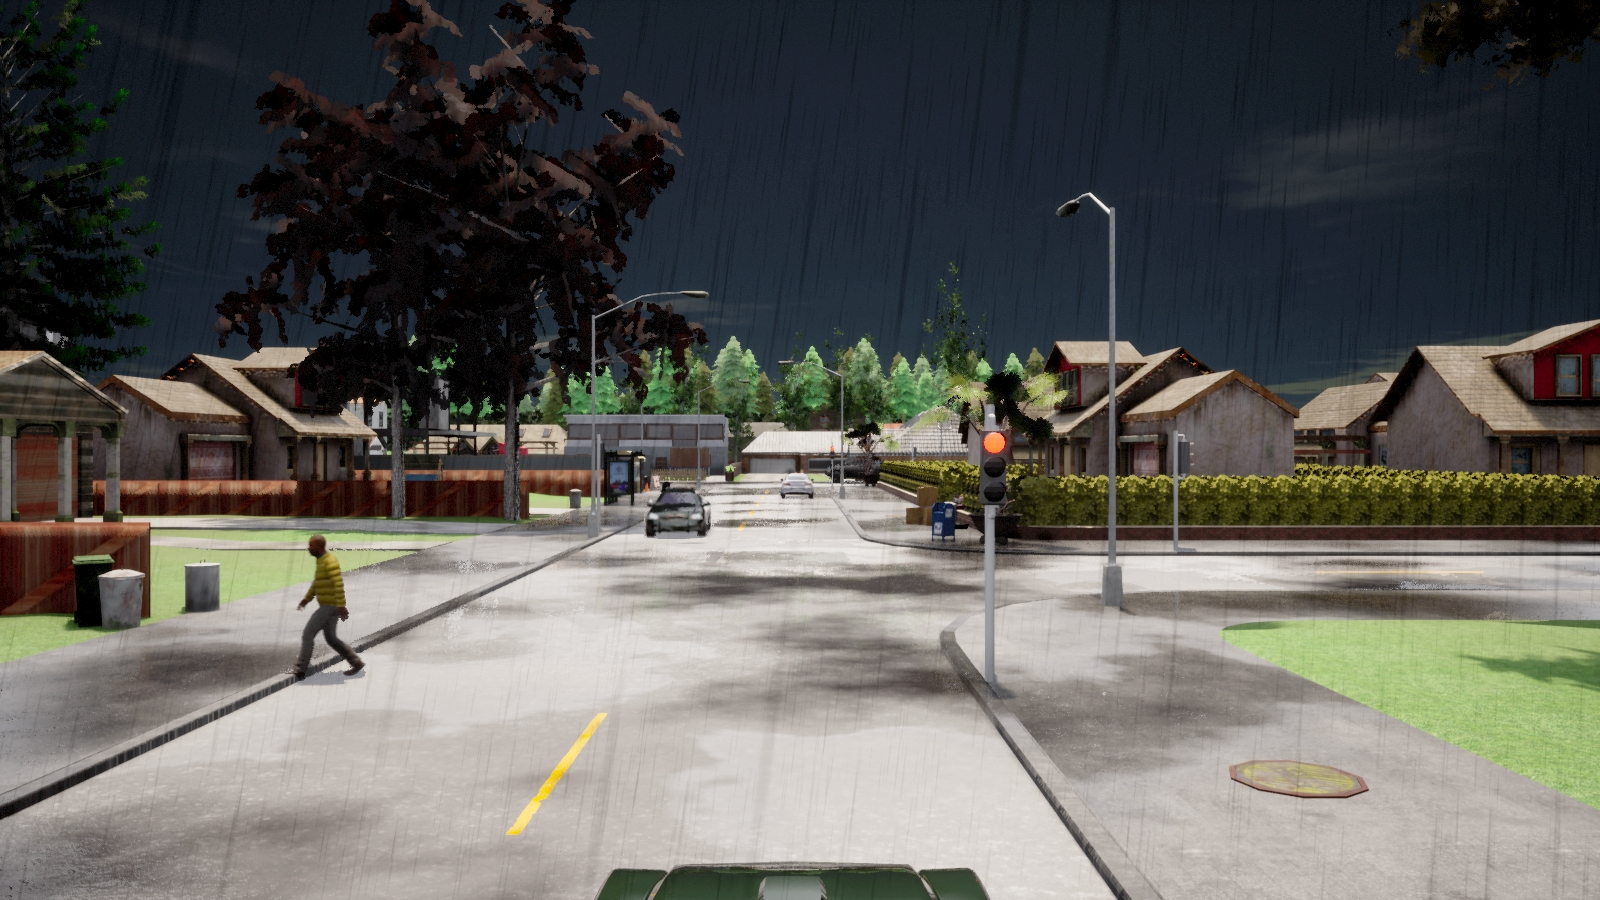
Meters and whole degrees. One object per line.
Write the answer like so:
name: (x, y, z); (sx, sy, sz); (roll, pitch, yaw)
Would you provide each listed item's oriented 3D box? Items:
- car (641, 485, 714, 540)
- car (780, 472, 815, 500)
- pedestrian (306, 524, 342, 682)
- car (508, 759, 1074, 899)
car: (-4.026, 2.036, 38.211); (2.038, 1.542, 4.974); (0, 0, -2)
car: (-0.164, 2.081, 66.907); (2.002, 1.442, 4.674); (0, 0, 0)
pedestrian: (-5.813, 1.849, 13.947); (0.375, 1.860, 0.375); (0, 0, -27)
car: (-0.028, 2.155, 3.193); (1.895, 1.301, 4.718); (0, 0, 0)
